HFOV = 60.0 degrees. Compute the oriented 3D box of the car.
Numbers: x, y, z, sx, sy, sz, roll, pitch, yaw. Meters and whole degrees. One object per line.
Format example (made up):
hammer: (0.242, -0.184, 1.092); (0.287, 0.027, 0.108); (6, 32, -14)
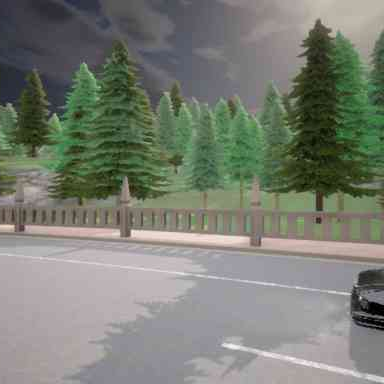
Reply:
car: (5.143, 1.547, 4.564); (5.357, 1.411, 2.033); (0, 0, 27)
